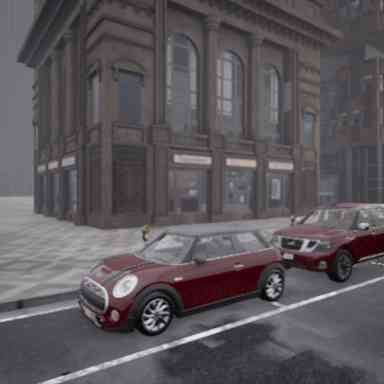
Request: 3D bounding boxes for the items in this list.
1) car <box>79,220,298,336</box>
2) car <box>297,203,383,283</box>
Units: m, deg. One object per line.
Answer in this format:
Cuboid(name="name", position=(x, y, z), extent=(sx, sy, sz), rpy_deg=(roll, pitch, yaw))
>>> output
Cuboid(name="car", position=(-0.072, 1.432, 6.592), extent=(4.097, 1.590, 1.967), rpy_deg=(0, 0, -35))
Cuboid(name="car", position=(4.489, 1.295, 9.843), extent=(5.009, 1.841, 2.192), rpy_deg=(0, 0, -35))
